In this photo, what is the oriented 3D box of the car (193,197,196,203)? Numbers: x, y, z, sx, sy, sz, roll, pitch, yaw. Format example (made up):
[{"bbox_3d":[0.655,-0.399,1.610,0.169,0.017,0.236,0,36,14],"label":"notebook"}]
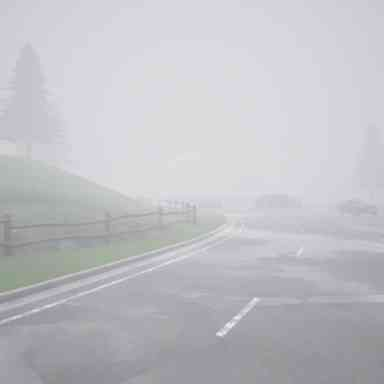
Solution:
[{"bbox_3d":[1.365,1.492,59.035,2.128,1.511,4.902,0,0,-41],"label":"car"}]

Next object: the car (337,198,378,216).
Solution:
[{"bbox_3d":[16.117,1.526,32.360,1.812,1.442,4.674,0,0,-2],"label":"car"}]

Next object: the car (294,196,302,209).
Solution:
[{"bbox_3d":[13.122,1.352,46.134,2.097,1.767,4.553,0,0,-20],"label":"car"}]

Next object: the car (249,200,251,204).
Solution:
[{"bbox_3d":[12.109,1.547,56.599,2.033,1.411,5.357,0,0,-33],"label":"car"}]

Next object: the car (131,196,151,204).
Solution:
[{"bbox_3d":[-9.338,1.492,60.627,2.128,1.511,4.902,0,0,-43],"label":"car"}]

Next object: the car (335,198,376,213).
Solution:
[{"bbox_3d":[18.818,1.504,38.598,1.837,1.490,4.892,0,0,-9],"label":"car"}]

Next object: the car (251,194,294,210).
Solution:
[{"bbox_3d":[10.410,1.221,43.499,2.150,2.045,5.566,0,0,-21],"label":"car"}]

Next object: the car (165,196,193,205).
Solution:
[{"bbox_3d":[-2.688,1.478,58.464,1.882,1.535,5.008,0,0,-42],"label":"car"}]

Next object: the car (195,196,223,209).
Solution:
[{"bbox_3d":[2.532,1.526,44.225,1.812,1.442,4.674,0,0,-23],"label":"car"}]
